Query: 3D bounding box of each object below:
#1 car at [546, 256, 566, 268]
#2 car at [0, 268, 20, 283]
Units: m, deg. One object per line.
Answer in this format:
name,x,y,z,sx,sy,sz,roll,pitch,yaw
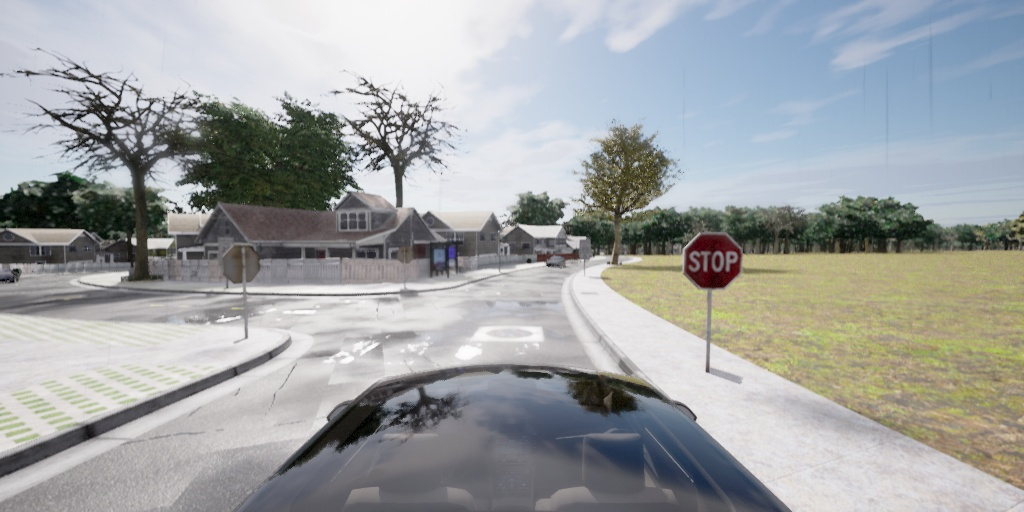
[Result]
car,5.844,0.816,47.568,1.837,1.490,4.892,0,1,21
car,-45.472,1.763,31.727,4.181,1.385,1.994,0,1,42
